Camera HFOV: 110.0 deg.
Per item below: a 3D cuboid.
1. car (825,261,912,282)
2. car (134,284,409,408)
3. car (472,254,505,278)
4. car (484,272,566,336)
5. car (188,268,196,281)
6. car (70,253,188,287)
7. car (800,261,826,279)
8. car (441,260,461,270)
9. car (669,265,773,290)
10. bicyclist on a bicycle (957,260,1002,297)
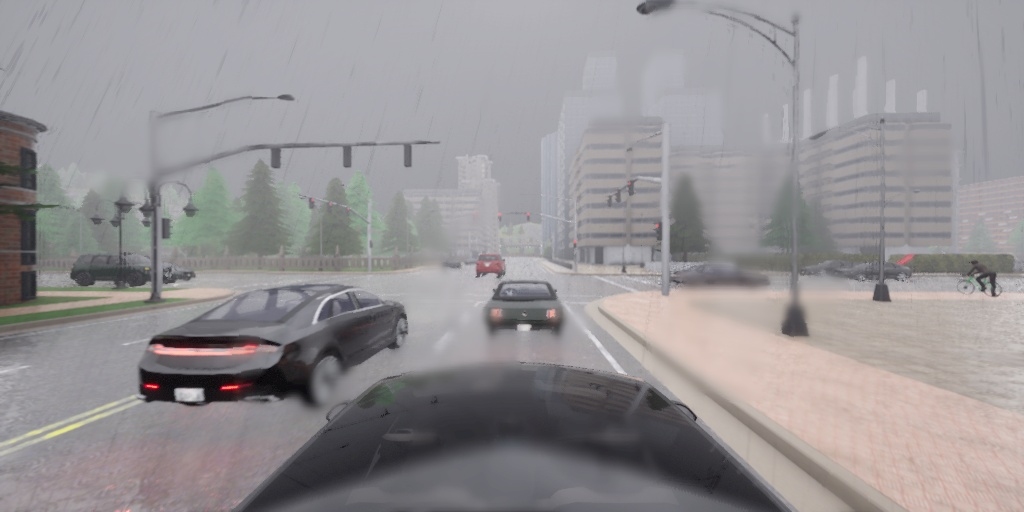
[{"bbox_3d":[27.646,1.188,27.618,4.892,1.490,1.837,0,0,3],"label":"car"},{"bbox_3d":[-3.273,1.219,6.148,2.128,1.511,4.902,0,0,2],"label":"car"},{"bbox_3d":[-1.859,0.847,32.191,2.150,2.045,5.566,0,0,4],"label":"car"},{"bbox_3d":[0.363,1.317,10.261,1.895,1.301,4.718,0,0,2],"label":"car"},{"bbox_3d":[-25.996,1.120,26.271,4.892,1.490,1.837,0,0,3],"label":"car"},{"bbox_3d":[-24.380,0.854,22.686,5.566,2.045,2.150,0,0,3],"label":"car"},{"bbox_3d":[27.846,1.174,31.112,4.892,1.490,1.837,0,0,3],"label":"car"},{"bbox_3d":[-8.216,1.152,48.776,1.895,1.301,4.718,0,0,3],"label":"car"},{"bbox_3d":[12.274,1.235,21.472,5.357,1.411,2.033,0,0,9],"label":"car"},{"bbox_3d":[21.349,1.021,16.400,0.582,1.620,1.656,0,0,3],"label":"bicyclist on a bicycle"}]
